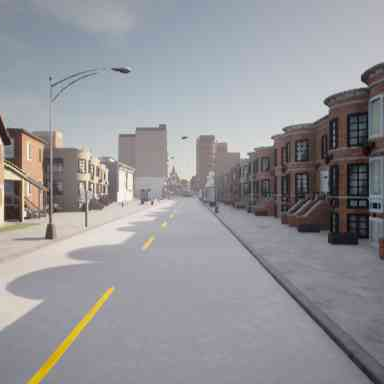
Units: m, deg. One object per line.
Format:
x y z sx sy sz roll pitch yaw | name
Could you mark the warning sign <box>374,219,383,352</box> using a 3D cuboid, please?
3.350 1.324 4.391 1.300 1.860 1.060 0 0 0 | warning sign
